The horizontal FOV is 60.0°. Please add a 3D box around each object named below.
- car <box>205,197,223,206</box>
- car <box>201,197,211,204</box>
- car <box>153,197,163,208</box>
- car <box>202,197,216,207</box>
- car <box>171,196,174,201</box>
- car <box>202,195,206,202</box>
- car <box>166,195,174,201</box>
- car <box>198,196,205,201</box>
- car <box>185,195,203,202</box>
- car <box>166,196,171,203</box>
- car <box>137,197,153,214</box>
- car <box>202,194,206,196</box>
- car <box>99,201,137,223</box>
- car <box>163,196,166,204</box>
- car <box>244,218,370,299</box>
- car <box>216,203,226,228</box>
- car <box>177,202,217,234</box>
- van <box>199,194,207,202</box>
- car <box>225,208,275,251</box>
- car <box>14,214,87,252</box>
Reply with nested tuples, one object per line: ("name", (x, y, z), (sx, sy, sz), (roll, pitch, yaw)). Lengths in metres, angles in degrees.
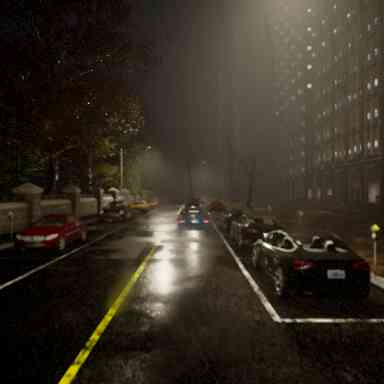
("car", (2.692, 1.564, 36.444), (1.887, 1.381, 4.507), (0, 0, 0))
("car", (2.691, 1.634, 64.605), (1.802, 1.307, 4.206), (0, 0, 0))
("car", (-5.688, 1.471, 47.708), (1.967, 1.590, 4.097), (0, 0, 0))
("car", (2.691, 1.589, 53.340), (2.008, 1.369, 4.403), (0, 0, 0))
("car", (-5.689, 1.615, 75.869), (1.887, 1.381, 4.507), (0, 0, 0))
("car", (2.692, 1.465, 42.076), (1.967, 1.590, 4.097), (0, 0, 0))
("car", (-5.689, 1.618, 86.964), (1.752, 1.417, 4.829), (0, 0, 0))
("car", (2.691, 1.687, 92.765), (1.802, 1.307, 4.206), (0, 0, 0))
("car", (0.072, 1.504, 43.790), (1.882, 1.535, 5.008), (0, 0, 0))
("car", (-5.689, 1.597, 64.605), (1.887, 1.381, 4.507), (0, 0, 0))
("car", (-5.688, 1.544, 36.274), (1.752, 1.417, 4.829), (0, 0, 0))
("car", (2.692, 1.471, 47.708), (1.967, 1.590, 4.097), (0, 0, 0))
("car", (-5.688, 1.450, 25.179), (1.967, 1.590, 4.097), (0, 0, 0))
("car", (-5.689, 1.582, 53.340), (1.887, 1.381, 4.507), (0, 0, 0))
("car", (2.691, 1.568, 8.281), (1.947, 1.339, 4.313), (0, 0, 0))
("car", (2.691, 1.572, 19.546), (1.947, 1.339, 4.313), (0, 0, 0))
("car", (0.102, 1.554, 19.415), (2.033, 1.411, 5.357), (0, 0, 0))
("van", (2.691, 1.423, 81.503), (1.690, 1.788, 3.998), (0, 0, 0))
("car", (2.691, 1.570, 13.914), (1.947, 1.339, 4.313), (0, 0, 0))
("car", (-5.689, 1.586, 13.914), (1.802, 1.307, 4.206), (0, 0, 0))
